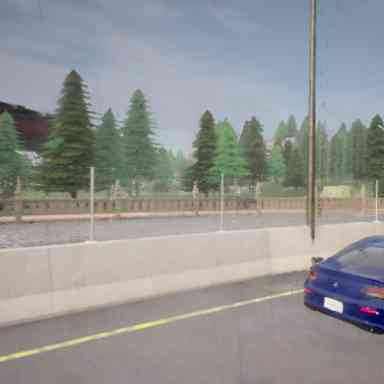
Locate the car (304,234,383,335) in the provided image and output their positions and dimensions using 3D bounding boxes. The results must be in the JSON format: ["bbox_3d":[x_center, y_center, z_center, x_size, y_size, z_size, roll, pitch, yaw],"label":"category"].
[{"bbox_3d":[4.079,1.512,6.075,4.674,1.442,1.812,0,0,-30],"label":"car"}]
